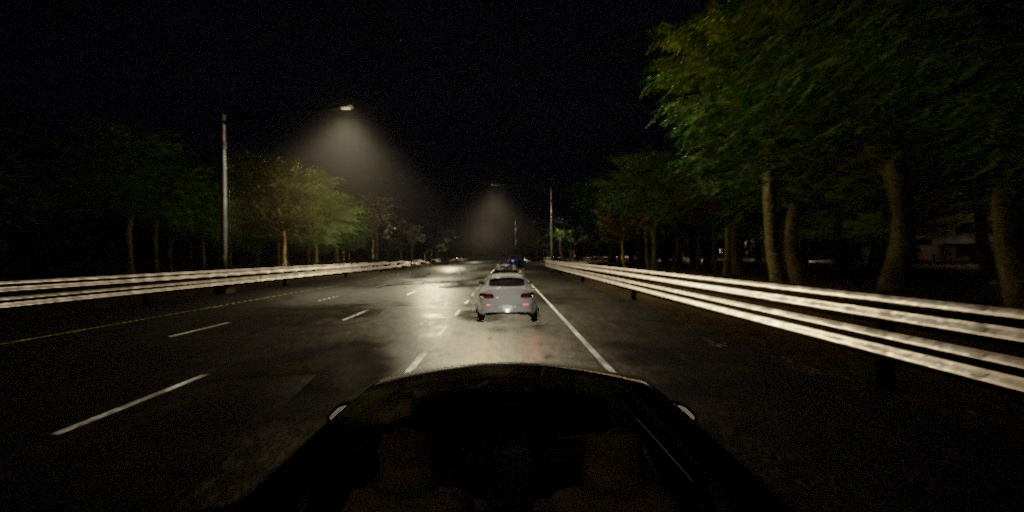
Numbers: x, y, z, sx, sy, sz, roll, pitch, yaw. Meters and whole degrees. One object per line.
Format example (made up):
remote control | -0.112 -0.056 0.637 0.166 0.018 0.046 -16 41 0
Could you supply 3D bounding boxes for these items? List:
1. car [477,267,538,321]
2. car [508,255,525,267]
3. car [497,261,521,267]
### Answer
car | -0.172 1.266 12.302 1.812 1.442 4.674 -1 0 -1
car | 0.664 0.897 58.270 2.150 2.045 5.566 -1 0 10
car | -0.486 1.322 29.437 1.895 1.301 4.718 -1 0 -1
